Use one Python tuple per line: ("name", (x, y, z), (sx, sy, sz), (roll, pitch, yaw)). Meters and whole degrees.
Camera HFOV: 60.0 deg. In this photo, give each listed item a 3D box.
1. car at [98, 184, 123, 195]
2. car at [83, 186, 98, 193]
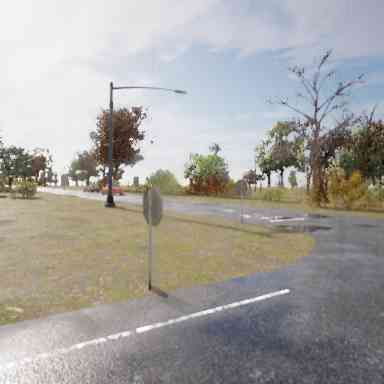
("car", (-12.431, -0.416, 51.631), (2.097, 1.767, 4.553), (0, 2, -35))
("car", (-18.022, -0.477, 59.509), (1.895, 1.301, 4.718), (0, 2, -35))
